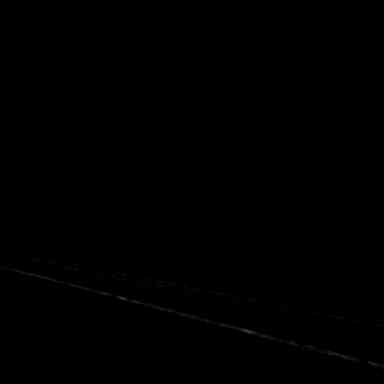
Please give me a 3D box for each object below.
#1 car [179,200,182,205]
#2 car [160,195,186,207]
[{"bbox_3d":[0.464,1.304,54.409,2.150,2.045,5.566,0,0,33],"label":"car"},{"bbox_3d":[-3.056,1.439,55.402,2.097,1.767,4.553,0,0,33],"label":"car"}]
